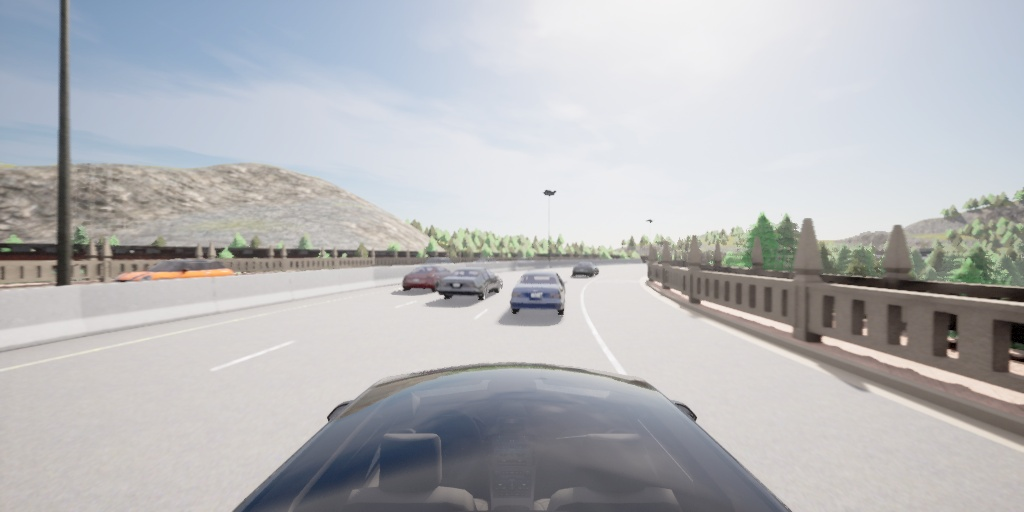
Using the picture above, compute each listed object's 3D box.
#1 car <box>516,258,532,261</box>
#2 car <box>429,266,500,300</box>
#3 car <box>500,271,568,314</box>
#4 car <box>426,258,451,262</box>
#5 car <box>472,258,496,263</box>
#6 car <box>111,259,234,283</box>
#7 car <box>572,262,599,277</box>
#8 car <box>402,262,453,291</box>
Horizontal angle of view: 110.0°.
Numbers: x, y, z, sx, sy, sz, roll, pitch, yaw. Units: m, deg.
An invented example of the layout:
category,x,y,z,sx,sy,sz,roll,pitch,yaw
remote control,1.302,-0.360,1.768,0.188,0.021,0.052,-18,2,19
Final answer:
category,x,y,z,sx,sy,sz,roll,pitch,yaw
car,1.893,1.119,61.309,1.837,1.490,4.892,0,0,36
car,-1.829,1.244,17.247,2.033,1.411,5.357,0,0,11
car,1.109,1.272,13.665,2.033,1.411,5.357,0,0,9
car,-7.649,0.963,35.781,2.097,1.767,4.553,0,0,21
car,-4.532,1.063,57.981,2.128,1.511,4.902,0,0,32
car,-16.101,0.964,17.300,2.097,1.767,4.553,0,0,10
car,7.161,1.266,34.674,1.994,1.385,4.181,0,0,22
car,-4.608,1.235,20.712,1.994,1.385,4.181,0,0,12
